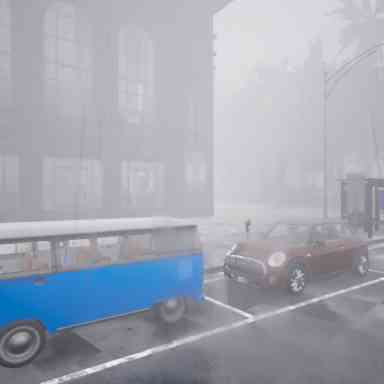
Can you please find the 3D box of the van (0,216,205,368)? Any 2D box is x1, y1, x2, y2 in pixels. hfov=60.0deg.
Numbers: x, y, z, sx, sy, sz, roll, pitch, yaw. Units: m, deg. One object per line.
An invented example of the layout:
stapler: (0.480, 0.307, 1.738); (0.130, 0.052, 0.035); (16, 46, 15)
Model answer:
van: (-1.679, 1.341, 5.454); (3.998, 1.788, 1.690); (0, 0, -35)

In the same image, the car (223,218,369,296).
car: (2.741, 1.442, 8.601); (4.097, 1.590, 1.967); (0, 0, -35)
